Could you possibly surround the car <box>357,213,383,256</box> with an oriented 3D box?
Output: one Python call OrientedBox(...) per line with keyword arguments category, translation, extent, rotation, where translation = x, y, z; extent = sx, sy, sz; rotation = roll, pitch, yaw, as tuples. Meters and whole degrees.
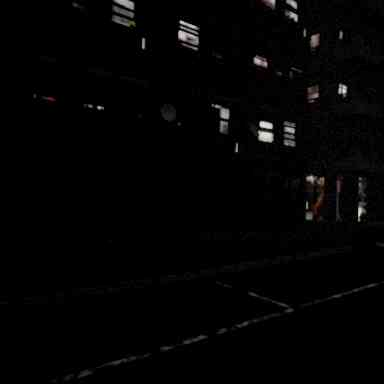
OrientedBox(category="car", translation=(8.246, 1.446, 12.422), extent=(5.009, 1.841, 2.192), rotation=(1, 1, -35))
